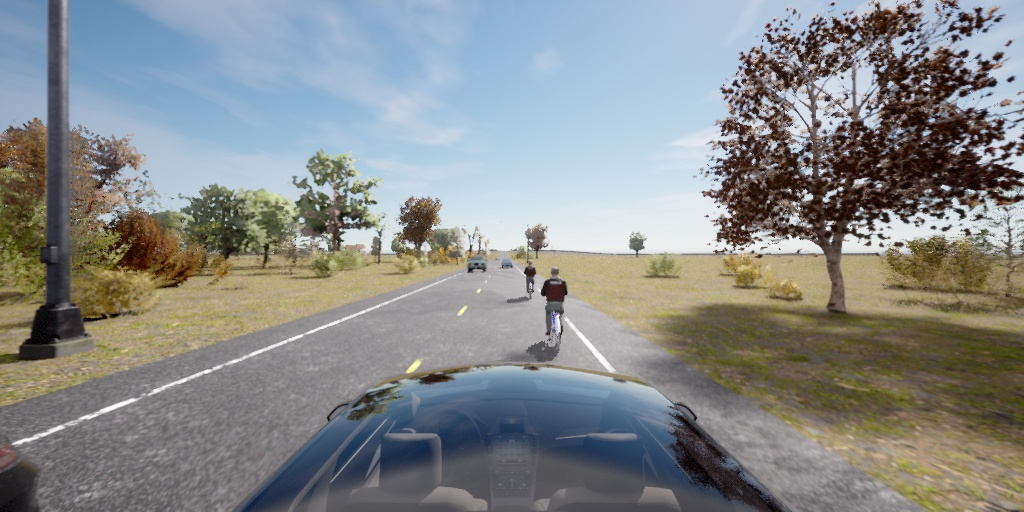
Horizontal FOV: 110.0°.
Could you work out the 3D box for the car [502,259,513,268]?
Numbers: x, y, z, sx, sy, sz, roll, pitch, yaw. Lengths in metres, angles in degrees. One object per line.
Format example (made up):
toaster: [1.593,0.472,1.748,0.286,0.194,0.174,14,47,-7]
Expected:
car: [-0.799,1.274,60.559,2.033,1.411,5.357,0,0,-1]

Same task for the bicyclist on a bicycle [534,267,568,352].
bicyclist on a bicycle: [0.934,1.119,8.026,0.659,1.776,1.843,0,0,0]

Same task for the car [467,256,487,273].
car: [-4.176,0.958,43.794,2.150,2.045,5.566,0,0,-1]

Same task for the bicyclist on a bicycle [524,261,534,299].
bicyclist on a bicycle: [0.855,1.116,17.042,0.659,1.776,1.843,0,0,-1]
